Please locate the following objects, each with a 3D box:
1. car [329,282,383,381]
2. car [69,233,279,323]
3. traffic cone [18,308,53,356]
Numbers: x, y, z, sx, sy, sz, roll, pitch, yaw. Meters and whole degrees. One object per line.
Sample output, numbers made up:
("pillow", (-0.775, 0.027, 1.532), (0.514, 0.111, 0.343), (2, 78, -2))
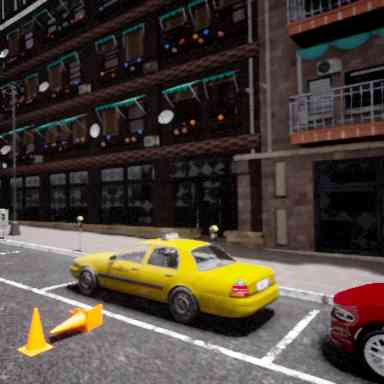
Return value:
("car", (3.956, 1.571, 3.720), (4.507, 1.381, 1.887), (0, -2, 36))
("car", (-0.671, 1.552, 7.053), (4.829, 1.417, 1.752), (0, -2, 36))
("traffic cone", (-2.250, 1.969, 4.794), (0.340, 0.580, 0.340), (0, 0, 36))
